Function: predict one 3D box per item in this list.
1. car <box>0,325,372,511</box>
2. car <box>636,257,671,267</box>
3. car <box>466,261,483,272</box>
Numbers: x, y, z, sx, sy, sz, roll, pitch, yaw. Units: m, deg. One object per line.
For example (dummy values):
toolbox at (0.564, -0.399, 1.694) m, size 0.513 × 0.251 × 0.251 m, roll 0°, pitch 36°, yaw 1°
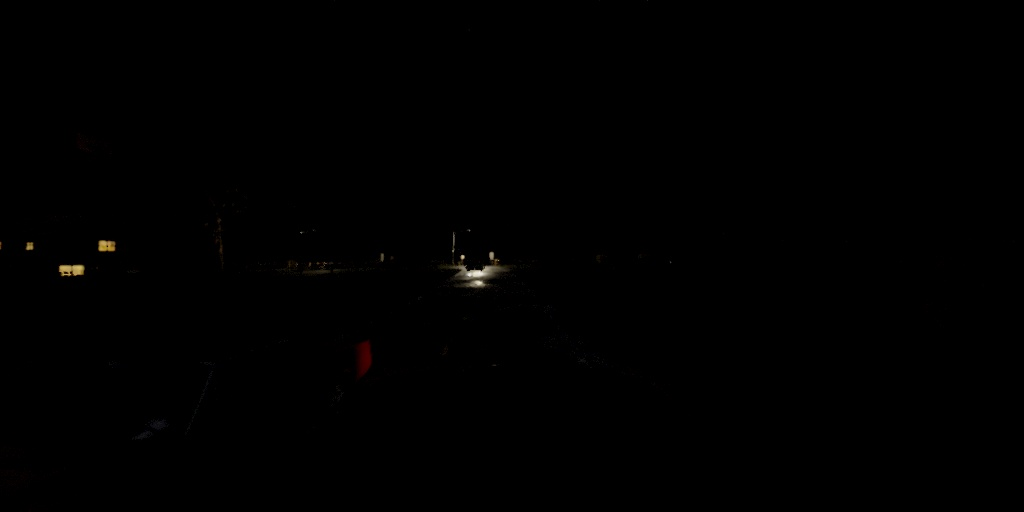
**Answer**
car at (-2.873, 1.349, 2.763) m, size 1.895 × 1.301 × 4.718 m, roll 0°, pitch 0°, yaw 0°
car at (21.197, 0.869, 53.696) m, size 4.892 × 1.490 × 1.837 m, roll -1°, pitch -1°, yaw 16°
car at (-4.775, 1.376, 45.958) m, size 1.994 × 1.385 × 4.181 m, roll 0°, pitch 0°, yaw -5°
